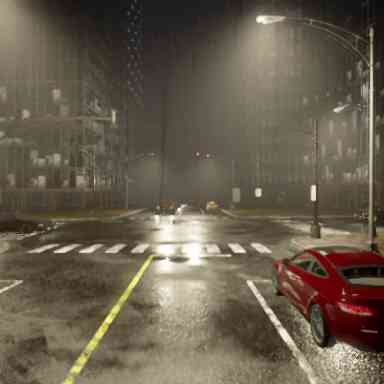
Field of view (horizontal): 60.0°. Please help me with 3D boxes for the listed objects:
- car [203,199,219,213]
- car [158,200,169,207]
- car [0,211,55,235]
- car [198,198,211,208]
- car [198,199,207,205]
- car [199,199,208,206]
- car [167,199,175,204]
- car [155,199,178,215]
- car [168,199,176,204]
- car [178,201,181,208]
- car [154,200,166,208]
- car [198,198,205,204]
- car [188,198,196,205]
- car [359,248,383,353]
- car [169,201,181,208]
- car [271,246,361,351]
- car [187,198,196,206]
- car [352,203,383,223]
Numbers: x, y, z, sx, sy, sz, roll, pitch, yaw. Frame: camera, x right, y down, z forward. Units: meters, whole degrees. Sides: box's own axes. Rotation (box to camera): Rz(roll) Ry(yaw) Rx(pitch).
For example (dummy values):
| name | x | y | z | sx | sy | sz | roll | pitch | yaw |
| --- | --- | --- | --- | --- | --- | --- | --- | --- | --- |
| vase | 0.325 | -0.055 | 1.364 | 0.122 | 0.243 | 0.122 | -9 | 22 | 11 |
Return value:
| name | x | y | z | sx | sy | sz | roll | pitch | yaw |
| --- | --- | --- | --- | --- | --- | --- | --- | --- | --- |
| car | 2.793 | 2.058 | 45.704 | 1.752 | 1.417 | 4.829 | -1 | -1 | 0 |
| car | -5.689 | 2.334 | 67.005 | 1.947 | 1.339 | 4.313 | -1 | -1 | 0 |
| car | -11.610 | 1.896 | 20.949 | 5.357 | 1.411 | 2.033 | 0 | 0 | 2 |
| car | 2.695 | 2.015 | 60.787 | 2.192 | 1.841 | 5.009 | -1 | -1 | 0 |
| car | 2.654 | 2.502 | 83.966 | 2.008 | 1.369 | 4.403 | -1 | -1 | 0 |
| car | 2.655 | 2.456 | 78.293 | 1.947 | 1.339 | 4.313 | -1 | -1 | 0 |
| car | -5.695 | 2.594 | 89.699 | 1.802 | 1.307 | 4.206 | -1 | -1 | 0 |
| car | -3.125 | 1.820 | 40.072 | 2.097 | 1.767 | 4.553 | 0 | -1 | 1 |
| car | -5.697 | 2.638 | 95.372 | 1.947 | 1.339 | 4.313 | -1 | -1 | 0 |
| car | -3.105 | 2.061 | 50.238 | 1.882 | 1.535 | 5.008 | 0 | -1 | 0 |
| car | -5.858 | 2.272 | 61.331 | 1.947 | 1.339 | 4.313 | -1 | -1 | 0 |
| car | 2.648 | 2.512 | 95.316 | 1.967 | 1.590 | 4.097 | -1 | -1 | 0 |
| car | -0.024 | 2.235 | 81.602 | 1.882 | 1.535 | 5.008 | 0 | -1 | 0 |
| car | 2.672 | 1.324 | 0.547 | 2.192 | 1.841 | 5.009 | -1 | -1 | 0 |
| car | -3.068 | 2.311 | 61.706 | 1.895 | 1.301 | 4.718 | 0 | -1 | 1 |
| car | 2.676 | 1.657 | 6.168 | 1.802 | 1.307 | 4.206 | -1 | -1 | 0 |
| car | -0.021 | 2.405 | 71.626 | 1.895 | 1.301 | 4.718 | 0 | -1 | 0 |
| car | 15.641 | 1.693 | 27.224 | 4.892 | 1.490 | 1.837 | 0 | 1 | -5 |
